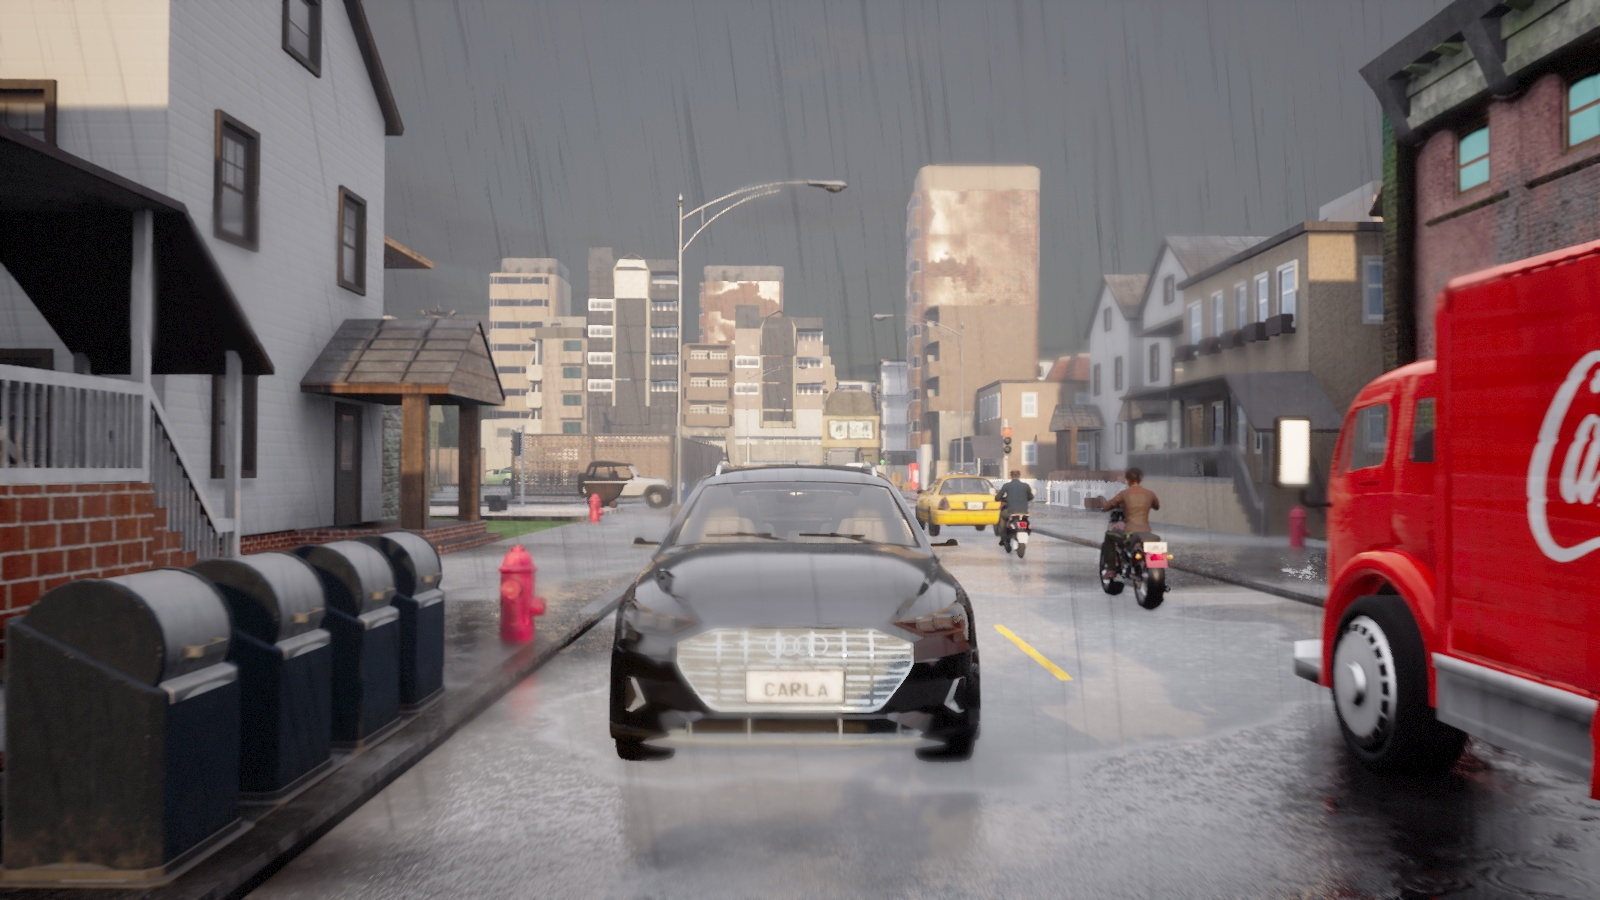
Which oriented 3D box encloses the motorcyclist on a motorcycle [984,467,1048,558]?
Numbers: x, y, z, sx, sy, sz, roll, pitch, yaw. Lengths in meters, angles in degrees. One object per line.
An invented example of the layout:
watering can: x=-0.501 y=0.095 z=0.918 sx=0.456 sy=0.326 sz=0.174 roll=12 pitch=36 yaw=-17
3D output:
motorcyclist on a motorcycle: x=3.948 y=1.118 z=23.103 sx=0.866 sy=1.590 sz=1.817 roll=0 pitch=0 yaw=0

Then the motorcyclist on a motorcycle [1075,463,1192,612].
motorcyclist on a motorcycle: x=3.965 y=0.989 z=15.130 sx=0.766 sy=1.649 sz=2.350 roll=0 pitch=-1 yaw=0

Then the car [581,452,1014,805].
car: x=-0.020 y=0.876 z=8.339 sx=2.033 sy=1.649 sz=4.856 roll=0 pitch=-1 yaw=0

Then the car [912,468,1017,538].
car: x=3.938 y=1.229 z=30.901 sx=1.801 sy=1.575 sz=5.366 roll=0 pitch=-1 yaw=-1

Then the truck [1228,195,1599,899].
truck: x=3.986 y=0.393 z=5.191 sx=2.627 sy=2.467 sz=5.204 roll=0 pitch=-1 yaw=0

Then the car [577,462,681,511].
car: x=-6.761 y=1.432 z=49.940 sx=3.866 sy=1.878 sz=1.905 roll=0 pitch=-1 yaw=0
